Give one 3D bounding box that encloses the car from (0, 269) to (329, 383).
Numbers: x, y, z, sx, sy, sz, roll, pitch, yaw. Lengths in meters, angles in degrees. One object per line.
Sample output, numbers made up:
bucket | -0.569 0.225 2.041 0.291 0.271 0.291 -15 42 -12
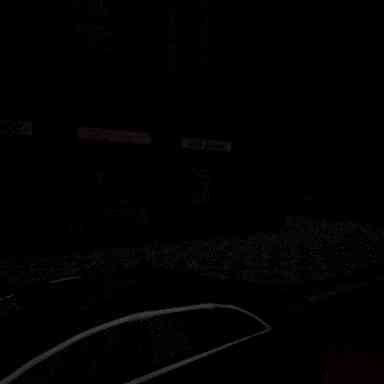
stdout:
car | -0.940 1.495 2.584 4.902 1.511 2.128 0 0 -35
